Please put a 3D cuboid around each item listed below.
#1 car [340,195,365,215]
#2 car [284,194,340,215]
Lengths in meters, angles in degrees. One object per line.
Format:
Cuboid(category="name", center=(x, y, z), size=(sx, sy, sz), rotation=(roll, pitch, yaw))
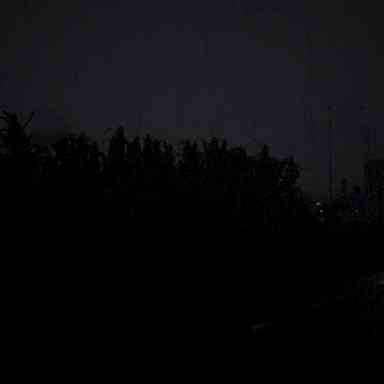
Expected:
Cuboid(category="car", center=(12.629, 1.020, 27.380), size=(1.882, 1.535, 5.008), rotation=(-1, 1, -35))
Cuboid(category="car", center=(9.168, 0.948, 27.105), size=(2.097, 1.767, 4.553), rotation=(-1, 1, -36))
